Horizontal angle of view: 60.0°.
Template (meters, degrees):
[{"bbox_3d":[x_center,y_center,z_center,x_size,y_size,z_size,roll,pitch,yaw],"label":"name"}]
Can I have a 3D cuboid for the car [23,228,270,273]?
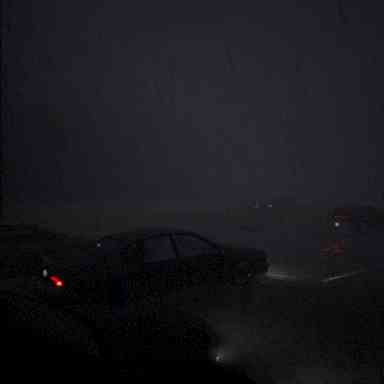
[{"bbox_3d":[-0.660,1.542,7.572,5.357,1.411,2.033,0,0,-35],"label":"car"}]

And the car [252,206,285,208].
[{"bbox_3d":[7.956,1.320,31.140,4.553,1.767,2.097,0,0,-35],"label":"car"}]

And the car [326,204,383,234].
[{"bbox_3d":[9.778,1.480,19.303,4.892,1.490,1.837,0,0,-35],"label":"car"}]

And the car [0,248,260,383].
[{"bbox_3d":[-1.744,1.526,2.501,4.674,1.442,1.812,0,0,-35],"label":"car"}]

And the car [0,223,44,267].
[{"bbox_3d":[-4.542,1.563,9.104,4.181,1.385,1.994,0,0,-35],"label":"car"}]
